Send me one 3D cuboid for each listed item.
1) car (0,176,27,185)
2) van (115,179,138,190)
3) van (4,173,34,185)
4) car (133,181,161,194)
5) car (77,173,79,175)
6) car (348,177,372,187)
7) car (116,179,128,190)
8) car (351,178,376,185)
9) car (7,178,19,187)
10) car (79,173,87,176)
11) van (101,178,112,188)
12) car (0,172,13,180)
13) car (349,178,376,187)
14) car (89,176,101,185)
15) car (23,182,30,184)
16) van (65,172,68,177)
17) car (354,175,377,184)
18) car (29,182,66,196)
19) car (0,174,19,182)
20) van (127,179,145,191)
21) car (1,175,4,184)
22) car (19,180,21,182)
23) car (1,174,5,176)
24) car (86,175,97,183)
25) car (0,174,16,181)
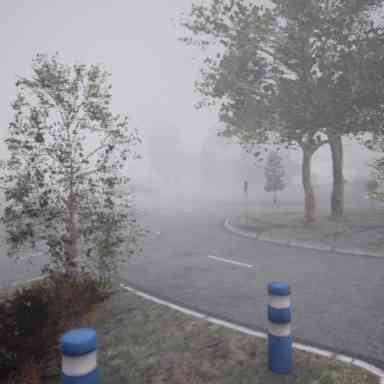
[{"bbox_3d":[-36.152,-2.347,67.157,2.163,1.488,4.792,4,5,32],"label":"car"},{"bbox_3d":[-12.820,-1.529,65.380,1.878,1.987,4.442,6,5,33],"label":"van"},{"bbox_3d":[-30.760,-1.863,60.138,1.878,1.987,4.442,5,6,31],"label":"van"},{"bbox_3d":[-7.413,-0.555,58.308,2.097,1.535,5.008,5,4,33],"label":"car"},{"bbox_3d":[-27.247,-3.568,84.594,2.435,2.045,5.566,5,4,32],"label":"car"},{"bbox_3d":[35.683,-1.873,70.607,4.792,1.488,2.163,-3,4,14],"label":"car"},{"bbox_3d":[-10.982,-1.306,63.056,2.435,2.045,5.566,6,5,33],"label":"car"},{"bbox_3d":[38.936,-2.369,75.534,4.674,1.452,2.002,-3,3,13],"label":"car"},{"bbox_3d":[-28.883,-1.401,57.960,2.097,1.535,5.008,4,5,31],"label":"car"},{"bbox_3d":[-23.570,-3.066,79.855,2.435,2.045,5.566,5,4,32],"label":"car"},{"bbox_3d":[-16.282,-2.038,70.373,1.878,1.987,4.442,5,4,33],"label":"van"},{"bbox_3d":[-45.207,-3.714,78.624,2.185,1.767,4.553,5,6,32],"label":"car"},{"bbox_3d":[37.341,-2.156,73.051,4.892,1.521,2.231,-3,4,14],"label":"car"},{"bbox_3d":[-19.950,-2.311,75.078,2.231,1.521,4.892,6,5,33],"label":"car"},{"bbox_3d":[-21.517,-0.397,48.811,2.163,1.488,4.792,4,5,31],"label":"car"},{"bbox_3d":[-30.892,-4.043,89.365,1.878,1.987,4.442,5,4,32],"label":"van"},{"bbox_3d":[42.024,-3.031,80.513,4.553,1.767,2.185,-3,3,12],"label":"car"},{"bbox_3d":[-19.691,-0.141,46.491,2.002,1.452,4.674,4,5,31],"label":"car"},{"bbox_3d":[-41.603,-3.103,74.018,2.231,1.521,4.892,5,6,32],"label":"car"},{"bbox_3d":[-9.123,-1.034,60.789,1.878,1.987,4.442,5,4,33],"label":"van"},{"bbox_3d":[-32.430,-1.902,62.705,1.946,1.575,5.366,4,5,32],"label":"car"},{"bbox_3d":[-23.345,-0.795,51.090,2.185,1.767,4.553,5,6,31],"label":"car"},{"bbox_3d":[-34.355,-2.131,64.833,2.097,1.535,5.008,4,5,32],"label":"car"},{"bbox_3d":[-21.759,-2.535,77.486,2.163,1.488,4.792,5,4,33],"label":"car"},{"bbox_3d":[-43.417,-3.348,76.315,2.097,1.535,5.008,5,6,32],"label":"car"}]
